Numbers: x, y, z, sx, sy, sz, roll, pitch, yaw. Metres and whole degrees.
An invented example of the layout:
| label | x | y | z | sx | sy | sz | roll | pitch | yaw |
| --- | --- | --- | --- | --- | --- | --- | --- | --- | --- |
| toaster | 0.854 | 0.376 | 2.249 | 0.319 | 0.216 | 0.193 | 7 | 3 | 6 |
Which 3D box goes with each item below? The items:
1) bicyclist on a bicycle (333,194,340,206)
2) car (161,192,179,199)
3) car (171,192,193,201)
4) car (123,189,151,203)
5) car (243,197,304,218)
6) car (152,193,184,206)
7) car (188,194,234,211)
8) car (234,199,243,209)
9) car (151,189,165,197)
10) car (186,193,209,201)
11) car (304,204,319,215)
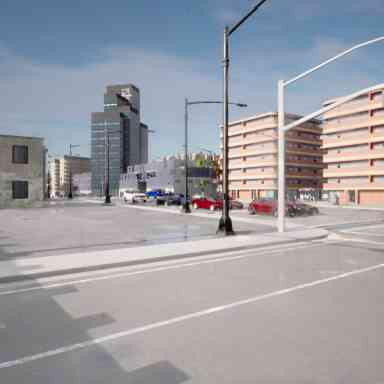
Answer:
| label | x | y | z | sx | sy | sz | roll | pitch | yaw |
| --- | --- | --- | --- | --- | --- | --- | --- | --- | --- |
| bicyclist on a bicycle | 19.976 | 1.094 | 45.979 | 1.656 | 1.620 | 0.582 | 0 | 1 | -34 |
| car | -4.676 | 0.661 | 71.557 | 1.994 | 1.385 | 4.181 | 0 | 1 | -34 |
| car | -1.919 | 0.862 | 61.434 | 1.837 | 1.490 | 4.892 | 0 | 1 | -34 |
| car | -9.130 | 0.627 | 53.177 | 2.150 | 2.045 | 5.566 | 0 | 1 | -33 |
| car | 7.111 | 1.231 | 29.387 | 2.097 | 1.767 | 4.553 | 0 | 1 | -34 |
| car | -3.163 | 1.157 | 44.402 | 1.994 | 1.385 | 4.181 | 0 | 1 | -34 |
| car | 1.962 | 1.229 | 36.894 | 1.882 | 1.535 | 5.008 | 0 | 1 | -34 |
| car | 4.142 | 1.256 | 39.914 | 1.812 | 1.442 | 4.674 | 0 | 1 | -34 |
| car | -7.580 | 0.334 | 69.602 | 2.150 | 2.045 | 5.566 | 0 | 1 | -34 |
| car | 0.964 | 0.959 | 63.321 | 1.895 | 1.301 | 4.718 | 0 | 1 | -34 |
| car | 9.492 | 1.413 | 32.096 | 2.033 | 1.411 | 5.357 | 0 | 1 | -35 |
